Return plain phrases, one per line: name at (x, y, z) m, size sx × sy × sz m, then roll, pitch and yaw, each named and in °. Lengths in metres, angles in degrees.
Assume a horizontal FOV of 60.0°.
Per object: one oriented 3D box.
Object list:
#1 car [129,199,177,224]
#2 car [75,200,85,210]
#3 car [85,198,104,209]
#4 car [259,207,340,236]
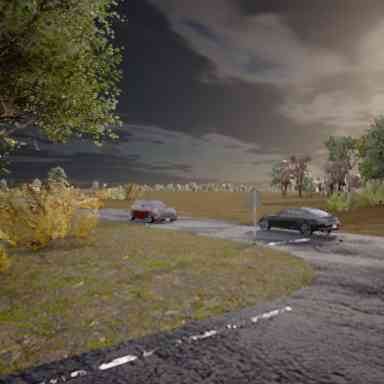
car at (-3.006, 1.348, 25.171) m, size 2.097 × 1.767 × 4.553 m, roll 0°, pitch 0°, yaw -36°
car at (-16.041, 1.369, 43.499) m, size 2.097 × 1.767 × 4.553 m, roll 0°, pitch 0°, yaw -35°
car at (-13.740, 1.515, 45.612) m, size 1.882 × 1.535 × 5.008 m, roll 0°, pitch 0°, yaw -35°
car at (5.806, 1.532, 18.478) m, size 1.812 × 1.442 × 4.674 m, roll 1°, pitch -1°, yaw -34°
